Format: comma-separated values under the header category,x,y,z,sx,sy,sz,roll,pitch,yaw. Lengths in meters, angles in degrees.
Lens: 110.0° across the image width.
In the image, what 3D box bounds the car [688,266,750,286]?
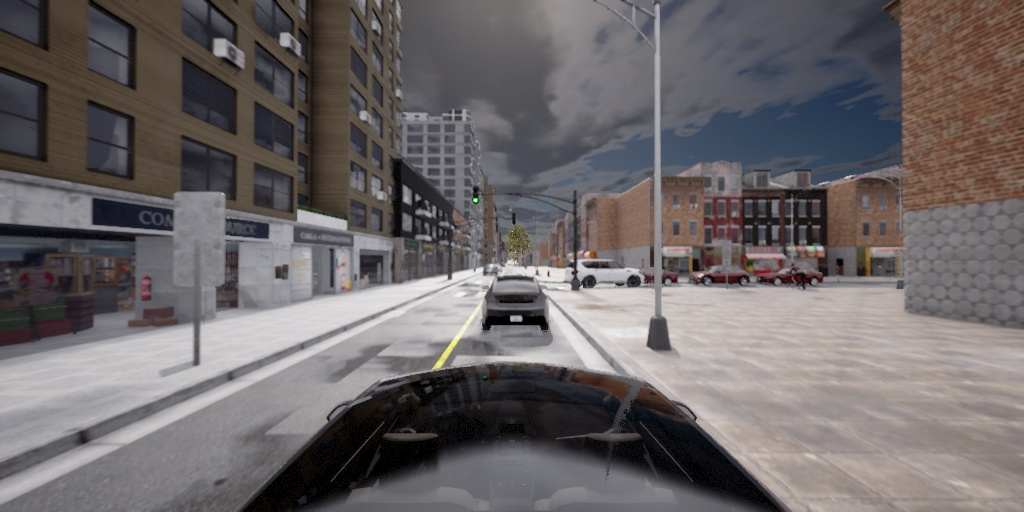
category,x,y,z,sx,sy,sz,roll,pitch,yaw
car,15.835,1.453,27.624,4.097,1.591,1.967,0,0,0

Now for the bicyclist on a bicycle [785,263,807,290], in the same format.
category,x,y,z,sx,sy,sz,roll,pitch,yaw
bicyclist on a bicycle,17.380,1.261,21.986,0.582,1.620,1.656,0,-1,0

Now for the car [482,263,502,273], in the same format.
category,x,y,z,sx,sy,sz,roll,pitch,yaw
car,-2.836,1.780,47.363,2.128,1.511,4.902,0,-1,0

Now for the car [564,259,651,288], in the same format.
category,x,y,z,sx,sy,sz,roll,pitch,yaw
car,6.440,1.225,25.209,5.566,2.045,2.150,-1,0,-12

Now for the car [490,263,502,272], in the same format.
category,x,y,z,sx,sy,sz,roll,pitch,yaw
car,-2.789,2.045,63.213,1.812,1.442,4.674,0,-1,1

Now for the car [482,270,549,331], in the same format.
category,x,y,z,sx,sy,sz,roll,pitch,yaw
car,0.093,1.351,11.407,1.837,1.490,4.892,0,-1,0

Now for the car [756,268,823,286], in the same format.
category,x,y,z,sx,sy,sz,roll,pitch,yaw
car,21.299,1.553,27.617,4.507,1.381,1.888,0,0,0

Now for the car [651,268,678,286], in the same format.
category,x,y,z,sx,sy,sz,roll,pitch,yaw
car,10.371,1.564,27.628,4.507,1.381,1.888,0,0,0
